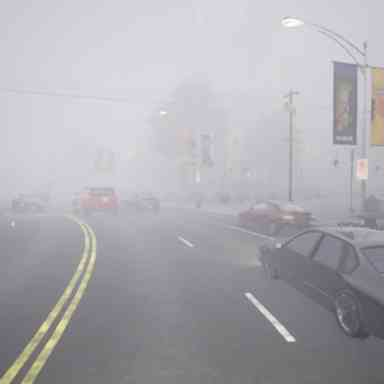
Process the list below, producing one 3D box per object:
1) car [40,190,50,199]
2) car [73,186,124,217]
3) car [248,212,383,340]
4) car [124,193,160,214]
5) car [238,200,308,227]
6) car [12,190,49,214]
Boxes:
[{"bbox_3d":[-18.309,0.490,39.164,1.882,1.535,5.008,-1,1,-38],"label":"car"},{"bbox_3d":[-7.030,0.613,23.981,2.150,2.045,5.566,-1,2,-30],"label":"car"},{"bbox_3d":[2.940,1.382,6.294,2.033,1.411,5.357,0,1,-9],"label":"car"},{"bbox_3d":[-4.182,0.834,25.870,2.128,1.511,4.902,-1,2,-30],"label":"car"},{"bbox_3d":[3.862,1.114,15.787,2.002,1.452,4.674,-1,2,-19],"label":"car"},{"bbox_3d":[-13.136,0.856,26.527,1.812,1.442,4.674,-1,2,-36],"label":"car"}]
